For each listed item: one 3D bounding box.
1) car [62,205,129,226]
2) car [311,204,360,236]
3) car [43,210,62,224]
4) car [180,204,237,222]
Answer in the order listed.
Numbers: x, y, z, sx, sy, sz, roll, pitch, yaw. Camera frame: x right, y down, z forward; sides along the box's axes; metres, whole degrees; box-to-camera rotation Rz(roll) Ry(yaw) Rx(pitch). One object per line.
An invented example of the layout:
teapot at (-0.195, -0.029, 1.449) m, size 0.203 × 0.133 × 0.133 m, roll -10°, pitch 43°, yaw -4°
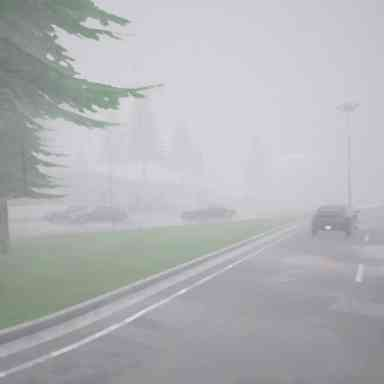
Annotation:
car at (-7.233, 1.767, 25.829) m, size 4.674 × 1.442 × 1.812 m, roll -1°, pitch 0°, yaw -32°
car at (7.764, 1.416, 17.905) m, size 1.837 × 1.490 × 4.892 m, roll -2°, pitch 0°, yaw 32°
car at (-10.091, 1.832, 28.165) m, size 4.674 × 1.442 × 1.812 m, roll -1°, pitch 0°, yaw -32°
car at (1.340, 1.674, 27.248) m, size 4.718 × 1.301 × 1.895 m, roll -1°, pitch 0°, yaw -36°
